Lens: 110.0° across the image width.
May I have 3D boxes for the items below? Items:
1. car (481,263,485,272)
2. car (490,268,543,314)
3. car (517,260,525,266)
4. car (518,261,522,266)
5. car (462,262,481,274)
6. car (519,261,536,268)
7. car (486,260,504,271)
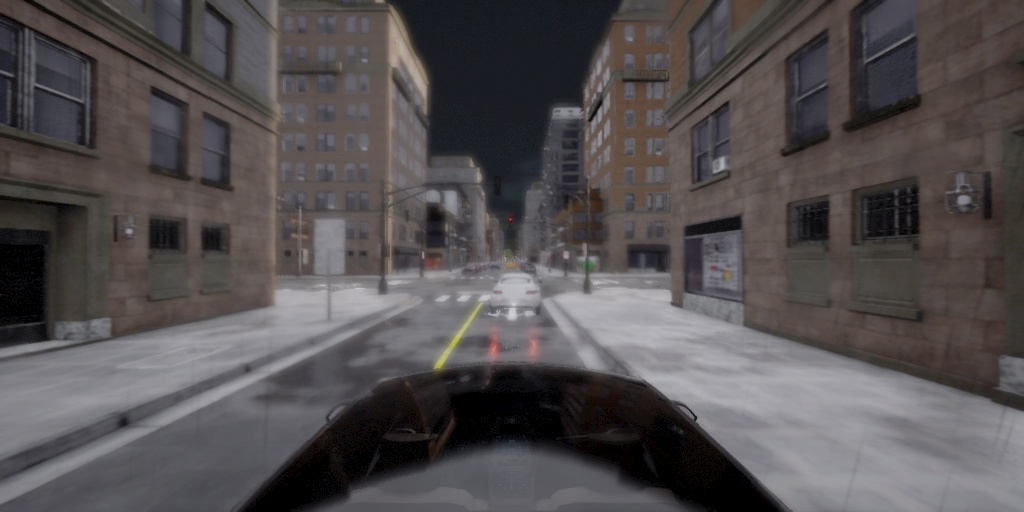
[{"bbox_3d":[-5.668,1.691,54.335,1.967,1.591,4.097,0,0,0],"label":"car"},{"bbox_3d":[0.240,1.384,14.270,1.812,1.442,4.674,0,0,4],"label":"car"},{"bbox_3d":[2.373,1.932,65.344,1.948,1.339,4.313,0,0,0],"label":"car"},{"bbox_3d":[2.365,1.890,59.834,1.802,1.307,4.207,0,0,0],"label":"car"},{"bbox_3d":[-5.676,1.634,48.824,1.967,1.591,4.097,0,0,0],"label":"car"},{"bbox_3d":[2.349,1.760,48.812,1.948,1.339,4.313,0,0,0],"label":"car"},{"bbox_3d":[-3.028,1.912,65.179,2.033,1.411,5.357,0,-1,1],"label":"car"}]
